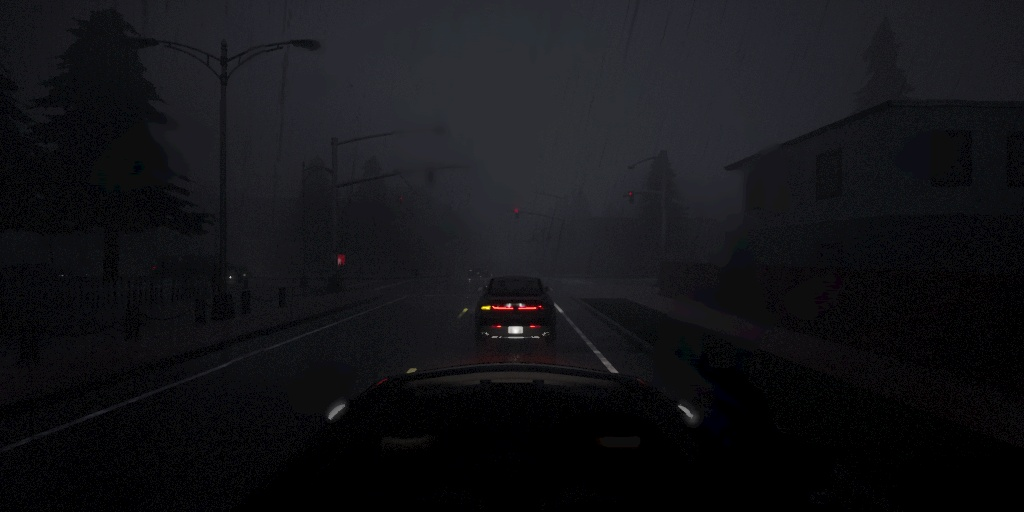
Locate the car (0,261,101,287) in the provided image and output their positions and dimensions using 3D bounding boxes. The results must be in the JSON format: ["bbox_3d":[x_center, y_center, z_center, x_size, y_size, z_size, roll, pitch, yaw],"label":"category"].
[{"bbox_3d":[-31.103,1.257,23.748,4.902,1.511,2.128,0,0,-1],"label":"car"}]

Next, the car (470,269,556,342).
[{"bbox_3d":[0.092,1.255,9.715,1.837,1.490,4.892,0,0,0],"label":"car"}]

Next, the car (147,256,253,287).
[{"bbox_3d":[-20.665,0.987,24.025,5.566,2.045,2.150,0,0,-1],"label":"car"}]

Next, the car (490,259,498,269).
[{"bbox_3d":[-3.484,1.256,51.462,1.837,1.490,4.892,0,0,0],"label":"car"}]

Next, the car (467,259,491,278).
[{"bbox_3d":[-3.223,1.276,34.236,1.812,1.442,4.674,0,0,-5],"label":"car"}]
